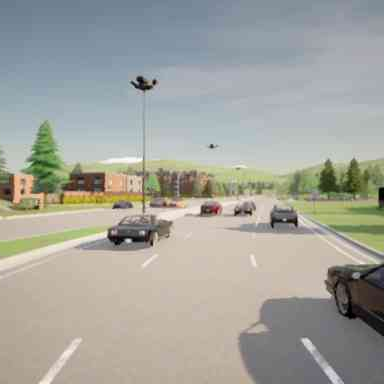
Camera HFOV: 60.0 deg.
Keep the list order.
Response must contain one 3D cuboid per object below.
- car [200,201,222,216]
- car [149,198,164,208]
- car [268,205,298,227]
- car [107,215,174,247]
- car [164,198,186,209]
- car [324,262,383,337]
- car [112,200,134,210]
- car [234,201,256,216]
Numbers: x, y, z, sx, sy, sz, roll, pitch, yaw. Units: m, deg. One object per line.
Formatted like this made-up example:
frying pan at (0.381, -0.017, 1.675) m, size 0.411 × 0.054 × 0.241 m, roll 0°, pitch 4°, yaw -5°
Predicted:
car at (2.165, 1.743, 36.518) m, size 1.882 × 1.535 × 5.008 m, roll 0°, pitch 0°, yaw 13°
car at (-5.576, 1.757, 55.289) m, size 2.097 × 1.767 × 4.553 m, roll 0°, pitch -1°, yaw 13°
car at (6.636, 1.666, 24.329) m, size 2.128 × 1.511 × 4.902 m, roll 0°, pitch 0°, yaw 12°
car at (-2.225, 1.717, 15.822) m, size 1.895 × 1.301 × 4.718 m, roll 0°, pitch 0°, yaw 10°
car at (-2.440, 1.740, 53.324) m, size 2.097 × 1.767 × 4.553 m, roll 0°, pitch 0°, yaw 13°
car at (3.620, 1.579, 4.443) m, size 2.033 × 1.411 × 5.357 m, roll 0°, pitch 0°, yaw 1°
car at (-10.372, 1.932, 50.008) m, size 1.994 × 1.385 × 4.181 m, roll 0°, pitch 0°, yaw 13°
car at (5.676, 1.862, 36.198) m, size 1.895 × 1.301 × 4.718 m, roll 0°, pitch 0°, yaw 13°
